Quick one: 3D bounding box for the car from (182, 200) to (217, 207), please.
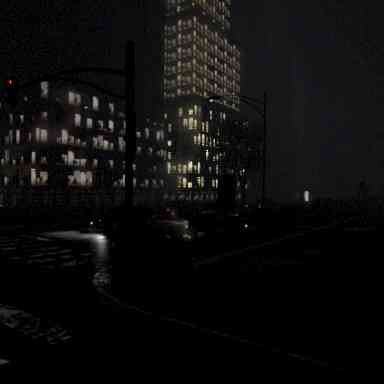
[{"bbox_3d":[1.659,1.568,29.198,1.882,1.535,5.008,1,0,36],"label":"car"}]

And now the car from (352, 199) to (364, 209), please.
[{"bbox_3d":[25.096,1.773,51.180,1.967,1.590,4.097,1,0,36],"label":"car"}]

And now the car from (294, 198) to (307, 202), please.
[{"bbox_3d":[18.253,1.726,56.023,1.752,1.417,4.829,1,0,36],"label":"car"}]

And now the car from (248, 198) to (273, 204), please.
[{"bbox_3d":[7.744,1.492,37.413,2.097,1.767,4.553,1,0,37],"label":"car"}]

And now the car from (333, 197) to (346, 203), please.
[{"bbox_3d":[34.748,1.861,78.344,1.752,1.417,4.829,1,0,36],"label":"car"}]

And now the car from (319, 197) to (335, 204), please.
[{"bbox_3d":[28.251,1.848,69.552,1.947,1.339,4.313,1,0,36],"label":"car"}]

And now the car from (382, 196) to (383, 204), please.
[{"bbox_3d":[41.592,1.783,73.502,2.192,1.841,5.009,1,0,36],"label":"car"}]

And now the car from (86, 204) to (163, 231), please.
[{"bbox_3d":[-4.337,1.548,21.088,1.837,1.490,4.892,1,0,36],"label":"car"}]

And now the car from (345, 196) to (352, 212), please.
[{"bbox_3d":[18.540,1.720,42.223,1.967,1.590,4.097,1,0,36],"label":"car"}]

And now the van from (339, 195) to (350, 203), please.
[{"bbox_3d":[38.150,1.705,82.945,1.690,1.788,3.998,1,0,36],"label":"van"}]

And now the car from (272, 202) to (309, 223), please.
[{"bbox_3d":[8.031,1.778,27.873,1.802,1.307,4.206,1,0,36],"label":"car"}]

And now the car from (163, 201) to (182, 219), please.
[{"bbox_3d":[-1.541,1.480,29.450,1.967,1.590,4.097,1,0,36],"label":"car"}]

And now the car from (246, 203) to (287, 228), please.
[{"bbox_3d":[4.775,1.736,23.465,1.947,1.339,4.313,1,0,36],"label":"car"}]

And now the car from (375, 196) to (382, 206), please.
[{"bbox_3d":[35.093,1.940,64.710,1.752,1.417,4.829,1,0,36],"label":"car"}]

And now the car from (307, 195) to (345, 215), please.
[{"bbox_3d":[15.269,1.569,37.738,2.192,1.841,5.009,1,0,36],"label":"car"}]

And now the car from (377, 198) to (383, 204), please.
[{"bbox_3d":[44.888,2.047,77.967,2.008,1.369,4.403,1,0,36],"label":"car"}]

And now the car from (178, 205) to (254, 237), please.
[{"bbox_3d":[1.517,1.696,19.056,2.008,1.369,4.403,1,0,36],"label":"car"}]
